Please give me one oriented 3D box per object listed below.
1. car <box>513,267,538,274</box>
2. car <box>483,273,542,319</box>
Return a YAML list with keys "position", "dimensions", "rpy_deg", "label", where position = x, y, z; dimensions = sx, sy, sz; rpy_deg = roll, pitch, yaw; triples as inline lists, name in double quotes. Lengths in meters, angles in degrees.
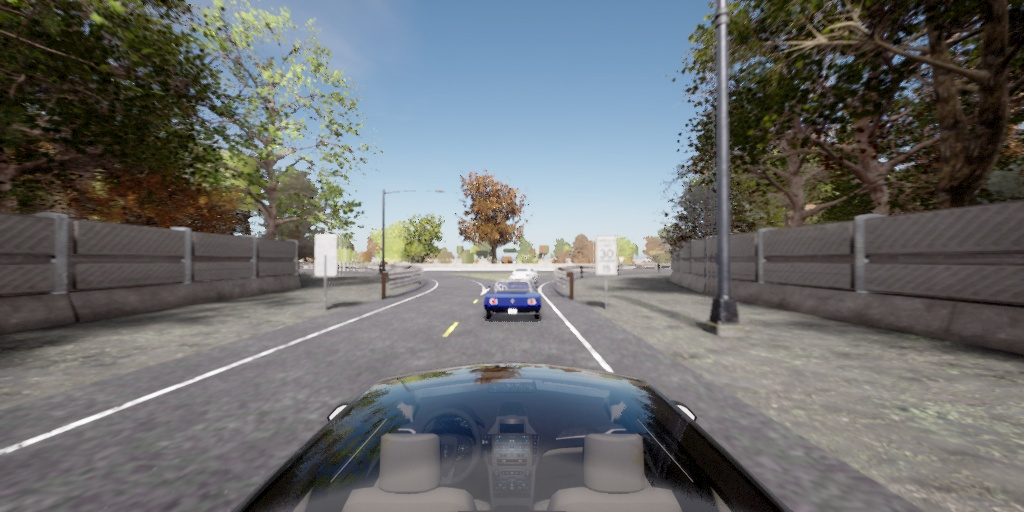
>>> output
- position: [1.067, 1.613, 29.637]
  dimensions: [1.812, 1.442, 4.674]
  rpy_deg: [0, 0, 12]
  label: "car"
- position: [0.039, 1.494, 13.562]
  dimensions: [1.895, 1.301, 4.718]
  rpy_deg: [0, -1, 0]
  label: "car"
